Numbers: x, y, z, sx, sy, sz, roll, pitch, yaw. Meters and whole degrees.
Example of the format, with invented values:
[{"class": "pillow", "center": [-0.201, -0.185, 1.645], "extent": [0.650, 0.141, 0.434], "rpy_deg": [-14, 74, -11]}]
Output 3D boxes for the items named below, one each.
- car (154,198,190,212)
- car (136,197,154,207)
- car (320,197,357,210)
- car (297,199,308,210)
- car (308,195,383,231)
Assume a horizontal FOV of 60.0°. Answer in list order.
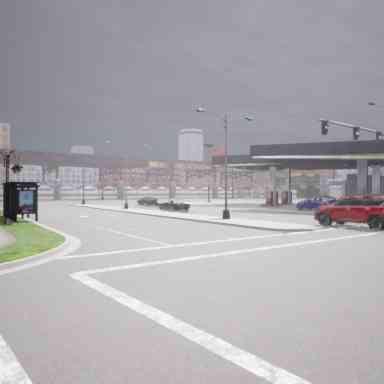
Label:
[{"class": "car", "center": [-2.260, 1.601, 39.143], "extent": [1.895, 1.301, 4.718], "rpy_deg": [0, 0, -35]}, {"class": "car", "center": [-7.021, 1.505, 52.075], "extent": [1.837, 1.490, 4.892], "rpy_deg": [0, 0, -35]}, {"class": "car", "center": [18.580, 1.456, 42.233], "extent": [1.970, 1.475, 3.806], "rpy_deg": [0, 0, -35]}, {"class": "car", "center": [14.306, 1.295, 38.319], "extent": [2.242, 1.667, 4.611], "rpy_deg": [0, 0, -35]}, {"class": "car", "center": [10.510, 1.221, 20.855], "extent": [2.150, 2.045, 5.566], "rpy_deg": [0, 0, -35]}]
